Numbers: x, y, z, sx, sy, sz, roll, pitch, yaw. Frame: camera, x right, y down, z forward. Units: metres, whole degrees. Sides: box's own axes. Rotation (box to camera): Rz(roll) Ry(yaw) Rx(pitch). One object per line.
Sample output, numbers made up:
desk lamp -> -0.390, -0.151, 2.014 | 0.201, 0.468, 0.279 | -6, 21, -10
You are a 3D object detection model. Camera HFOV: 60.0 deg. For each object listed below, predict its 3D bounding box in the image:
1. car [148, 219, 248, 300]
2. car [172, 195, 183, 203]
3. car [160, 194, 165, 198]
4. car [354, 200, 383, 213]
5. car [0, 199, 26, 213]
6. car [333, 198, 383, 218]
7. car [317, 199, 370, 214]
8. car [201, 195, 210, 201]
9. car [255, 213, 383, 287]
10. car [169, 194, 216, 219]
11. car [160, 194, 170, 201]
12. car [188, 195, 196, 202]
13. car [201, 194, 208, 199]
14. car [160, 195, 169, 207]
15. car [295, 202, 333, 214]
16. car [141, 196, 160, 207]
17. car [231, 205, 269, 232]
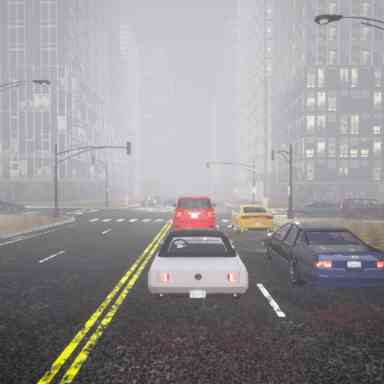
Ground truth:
car -> 0.110, 1.597, 8.361 | 1.895, 1.301, 4.718 | 0, 0, 0
car -> -3.176, 1.465, 71.558 | 2.128, 1.511, 4.902 | 0, 0, 0
car -> -6.491, 1.432, 60.449 | 1.882, 1.535, 5.008 | 0, 0, -1
car -> 21.851, 1.642, 39.073 | 4.829, 1.417, 1.752 | 1, 0, 1
car -> -19.357, 1.407, 34.003 | 4.181, 1.385, 1.994 | 1, 1, 1
car -> 16.234, 1.519, 30.793 | 5.009, 1.841, 2.192 | 1, 0, 1
car -> 16.558, 1.590, 36.572 | 5.008, 1.535, 1.882 | 1, 1, 1
car -> 3.336, 1.457, 81.595 | 2.033, 1.411, 5.357 | 0, 0, 0
car -> 3.365, 1.543, 9.388 | 2.033, 1.411, 5.357 | 0, 0, 0
car -> 0.119, 1.212, 18.120 | 2.150, 2.045, 5.566 | 0, 0, 0
car -> -6.417, 1.282, 80.650 | 2.097, 1.767, 4.553 | 0, 0, 0
car -> 0.079, 1.458, 76.047 | 1.812, 1.442, 4.674 | 0, 0, 0
car -> 3.346, 1.266, 92.013 | 1.812, 1.442, 4.674 | 0, 0, 0
car -> -3.286, 1.528, 51.209 | 1.994, 1.385, 4.181 | 0, 0, 0
car -> 13.191, 1.682, 33.433 | 5.357, 1.411, 2.033 | 1, 1, 1
car -> -6.542, 1.457, 50.776 | 2.128, 1.511, 4.902 | 0, 0, 0
car -> 3.374, 1.468, 19.206 | 1.882, 1.535, 5.008 | 0, 0, 1
